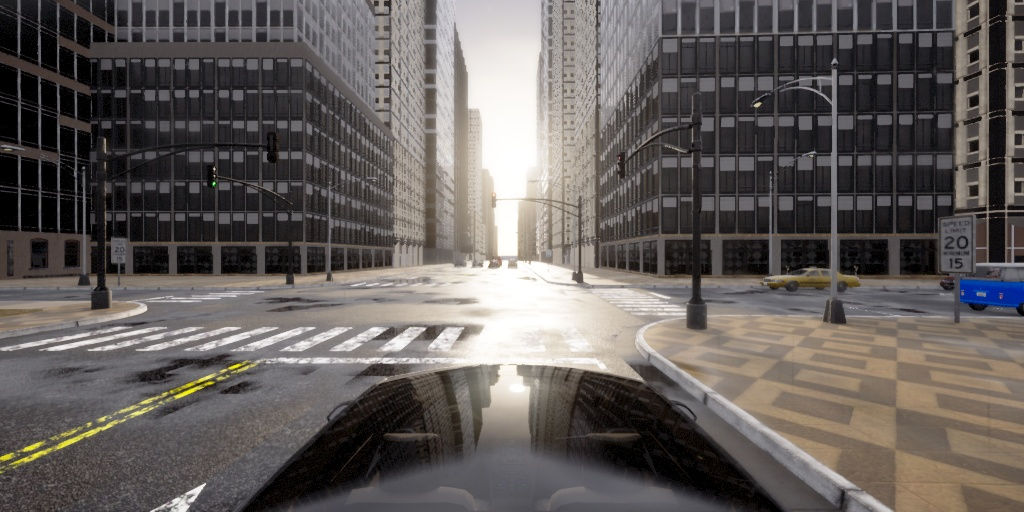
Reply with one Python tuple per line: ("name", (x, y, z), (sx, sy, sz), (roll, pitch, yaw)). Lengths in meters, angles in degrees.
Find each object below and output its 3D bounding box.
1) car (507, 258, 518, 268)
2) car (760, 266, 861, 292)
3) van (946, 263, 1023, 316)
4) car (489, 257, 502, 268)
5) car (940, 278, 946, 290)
("car", (0.127, 1.408, 63.353), (2.033, 1.411, 5.357), (0, 0, 0))
("car", (17.125, 1.293, 20.733), (4.829, 1.417, 1.751), (0, 0, 2))
("van", (18.379, 1.119, 12.558), (3.998, 1.789, 1.690), (0, 0, 2))
("car", (-3.123, 1.386, 63.359), (1.812, 1.442, 4.674), (0, 0, 0))
("car", (26.958, 1.356, 20.228), (4.207, 1.307, 1.802), (0, 0, 2))
